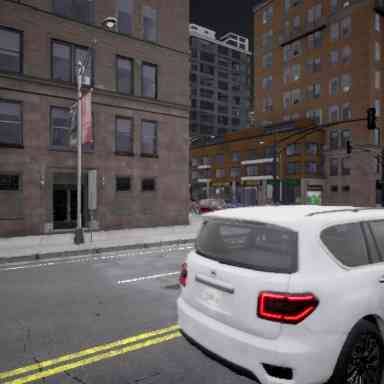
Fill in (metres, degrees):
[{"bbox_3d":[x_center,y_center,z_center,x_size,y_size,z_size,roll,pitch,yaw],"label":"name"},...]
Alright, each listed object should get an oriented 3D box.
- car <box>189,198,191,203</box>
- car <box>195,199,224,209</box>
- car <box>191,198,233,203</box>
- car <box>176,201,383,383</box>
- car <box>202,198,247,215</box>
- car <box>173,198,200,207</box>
[{"bbox_3d":[-1.045,1.421,36.855,1.967,1.590,4.097,0,0,-35],"label":"car"},{"bbox_3d":[2.318,1.594,45.990,1.802,1.307,4.206,0,0,-35],"label":"car"},{"bbox_3d":[2.139,1.423,32.357,1.967,1.590,4.097,0,0,-35],"label":"car"},{"bbox_3d":[2.400,1.221,5.158,5.566,2.045,2.150,0,0,-36],"label":"car"},{"bbox_3d":[3.335,1.470,35.061,1.882,1.535,5.008,0,0,-35],"label":"car"},{"bbox_3d":[-0.866,1.579,50.487,1.947,1.339,4.313,0,0,-35],"label":"car"}]
